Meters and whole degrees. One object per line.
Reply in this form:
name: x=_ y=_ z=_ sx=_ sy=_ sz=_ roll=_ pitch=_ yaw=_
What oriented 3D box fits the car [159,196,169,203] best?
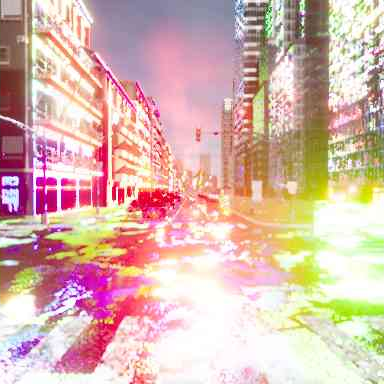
car: x=-5.860 y=1.577 z=69.578 sx=1.802 sy=1.307 sz=4.206 roll=-1 pitch=0 yaw=0

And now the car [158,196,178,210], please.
car: x=-3.189 y=1.555 z=43.326 sx=1.994 sy=1.385 sz=4.181 roll=0 pitch=0 yaw=0

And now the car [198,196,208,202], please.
car: x=2.474 y=1.541 z=75.304 sx=1.887 sy=1.381 sz=4.507 roll=-1 pitch=0 yaw=0

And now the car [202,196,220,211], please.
car: x=2.552 y=1.537 z=41.410 sx=1.887 sy=1.381 sz=4.507 roll=-1 pitch=0 yaw=0

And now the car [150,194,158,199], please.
car: x=-5.797 y=1.432 z=41.333 sx=1.967 sy=1.590 sz=4.097 roll=-1 pitch=0 yaw=0

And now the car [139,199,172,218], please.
car: x=-3.166 y=1.557 z=29.468 sx=1.994 sy=1.385 sz=4.181 roll=0 pitch=0 yaw=0

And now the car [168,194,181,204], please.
car: x=-3.156 y=1.487 z=63.296 sx=2.128 sy=1.511 sz=4.902 roll=0 pitch=0 yaw=0

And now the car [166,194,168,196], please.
car: x=-5.836 y=1.434 z=58.280 sx=1.967 sy=1.590 sz=4.097 roll=-1 pitch=0 yaw=0

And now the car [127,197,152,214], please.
car: x=-5.782 y=1.537 z=35.684 sx=1.887 sy=1.381 sz=4.507 roll=-1 pitch=0 yaw=0

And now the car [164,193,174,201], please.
car: x=-5.903 y=1.314 z=86.525 sx=2.192 sy=1.841 sz=5.009 roll=-1 pitch=0 yaw=0

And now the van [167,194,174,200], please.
van: x=-5.915 y=1.342 z=92.173 sx=1.690 sy=1.788 sz=3.998 roll=-1 pitch=0 yaw=0

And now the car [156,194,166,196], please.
car: x=-5.824 y=1.308 z=52.632 sx=2.192 sy=1.841 sz=5.009 roll=-1 pitch=0 yaw=0

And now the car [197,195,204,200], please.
car: x=2.434 y=1.527 z=92.421 sx=1.752 sy=1.417 sz=4.829 roll=-1 pitch=0 yaw=0

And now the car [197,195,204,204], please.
car: x=2.500 y=1.545 z=64.005 sx=2.008 sy=1.369 sz=4.403 roll=-1 pitch=0 yaw=0
